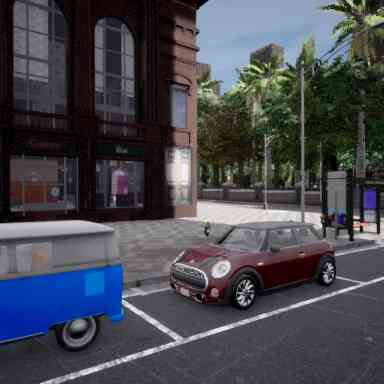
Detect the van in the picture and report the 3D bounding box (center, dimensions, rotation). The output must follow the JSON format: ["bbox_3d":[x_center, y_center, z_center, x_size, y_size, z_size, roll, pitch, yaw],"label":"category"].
[{"bbox_3d":[-2.941,1.341,4.557,3.998,1.788,1.690,0,0,-36],"label":"van"}]

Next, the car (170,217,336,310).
[{"bbox_3d":[1.475,1.439,7.710,4.097,1.590,1.967,0,0,-36],"label":"car"}]
